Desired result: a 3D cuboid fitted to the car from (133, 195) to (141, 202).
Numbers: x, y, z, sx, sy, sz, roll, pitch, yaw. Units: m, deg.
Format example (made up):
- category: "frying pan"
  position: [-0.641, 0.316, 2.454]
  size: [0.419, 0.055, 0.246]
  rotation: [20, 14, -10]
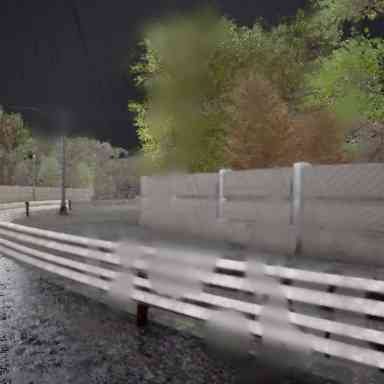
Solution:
- category: "car"
  position: [-13.447, 1.594, 85.086]
  size: [2.097, 1.767, 4.553]
  rotation: [0, 0, 6]
